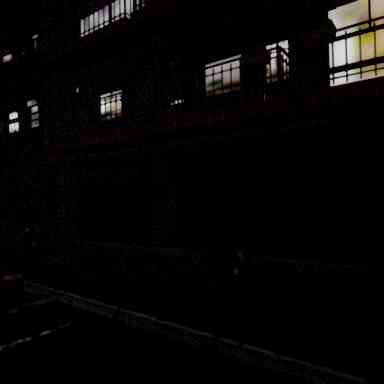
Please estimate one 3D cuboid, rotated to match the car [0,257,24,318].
[{"bbox_3d":[-4.957,1.551,6.263,4.507,1.381,1.887,0,-1,35],"label":"car"}]
